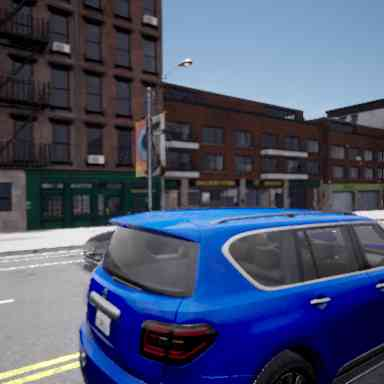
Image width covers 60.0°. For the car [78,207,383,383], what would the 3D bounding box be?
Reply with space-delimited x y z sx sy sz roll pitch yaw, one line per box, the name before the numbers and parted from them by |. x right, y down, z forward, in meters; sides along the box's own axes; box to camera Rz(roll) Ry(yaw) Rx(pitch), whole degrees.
car | 1.406 1.228 4.443 5.566 2.045 2.150 0 0 -36

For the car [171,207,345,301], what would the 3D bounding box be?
car | 1.931 1.367 9.054 4.553 1.767 2.097 0 0 -35

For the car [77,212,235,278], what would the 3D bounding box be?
car | -1.022 1.517 10.938 4.892 1.490 1.837 0 0 -35
